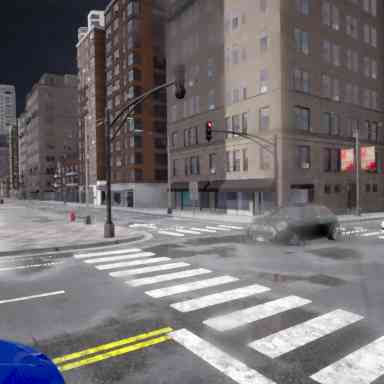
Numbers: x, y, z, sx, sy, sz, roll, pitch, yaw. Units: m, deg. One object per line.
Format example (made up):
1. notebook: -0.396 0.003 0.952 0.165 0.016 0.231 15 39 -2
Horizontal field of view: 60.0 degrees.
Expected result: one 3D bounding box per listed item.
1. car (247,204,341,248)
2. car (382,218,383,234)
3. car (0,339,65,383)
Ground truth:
1. car: 4.631 1.350 14.970 4.553 1.767 2.097 0 0 -35
2. car: 11.182 1.223 15.643 5.566 2.045 2.150 0 0 -35
3. car: -3.077 1.478 1.253 5.008 1.535 1.882 0 0 -35
